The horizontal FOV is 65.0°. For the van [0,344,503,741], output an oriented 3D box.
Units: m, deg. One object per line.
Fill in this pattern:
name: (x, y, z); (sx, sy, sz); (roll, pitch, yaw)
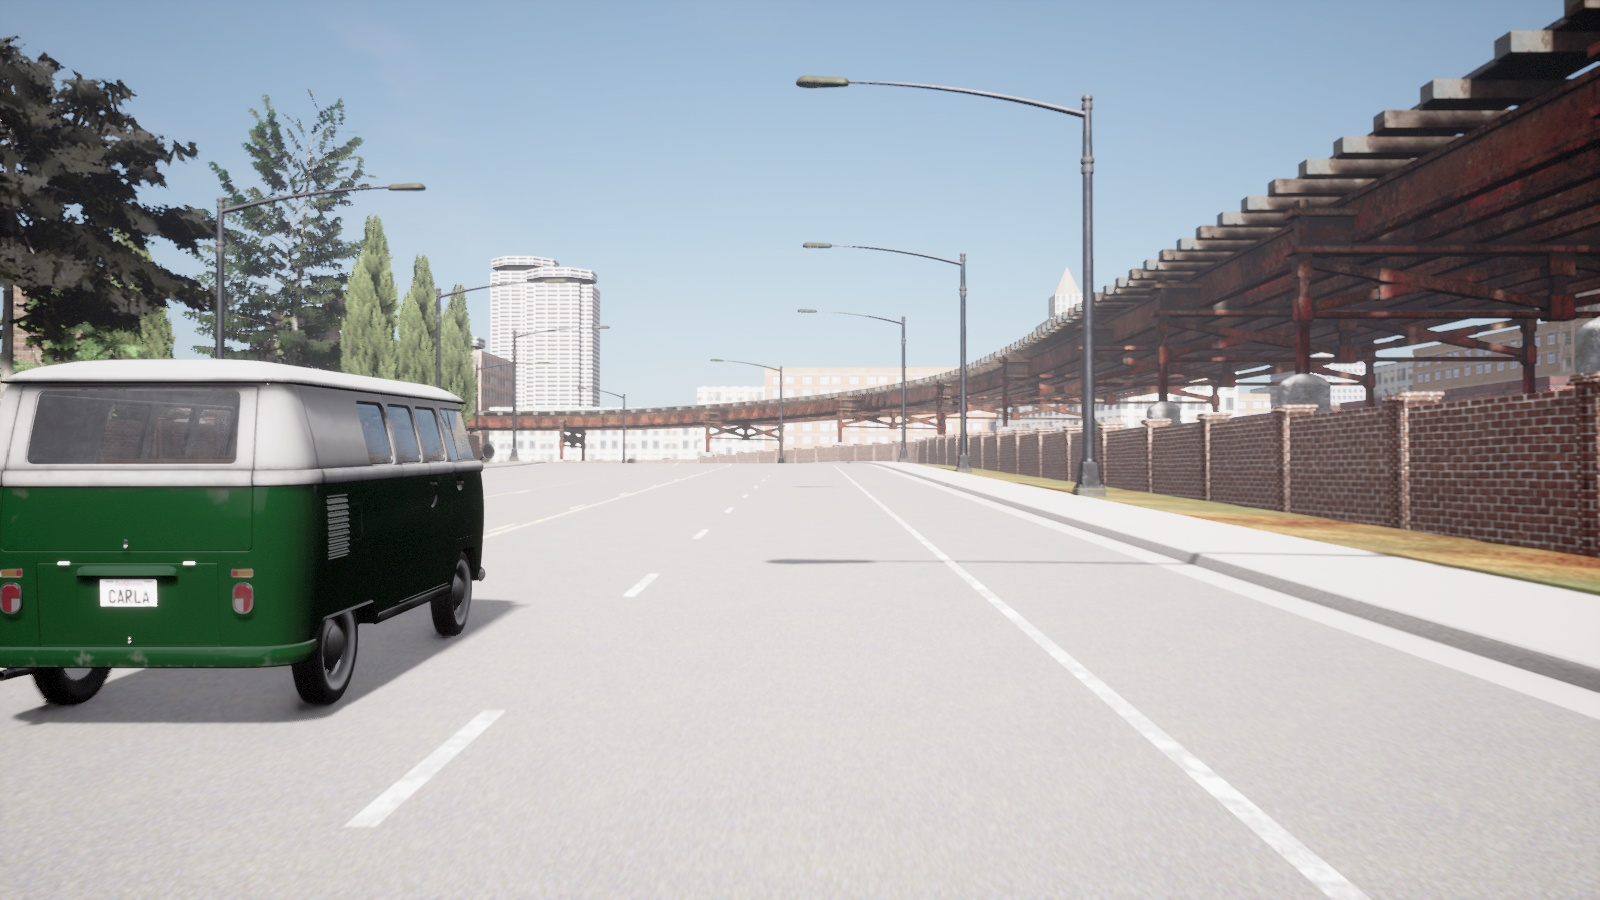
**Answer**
van: (-3.434, 0.451, 8.515); (1.775, 1.987, 4.442); (0, 0, 0)
